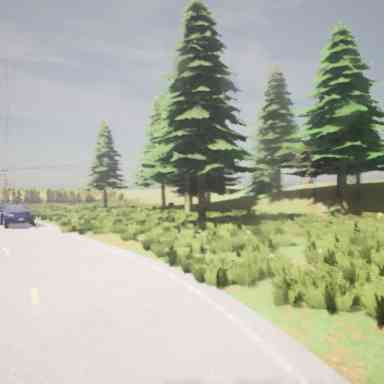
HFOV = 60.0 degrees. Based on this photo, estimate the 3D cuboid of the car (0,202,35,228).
[{"bbox_3d":[-12.455,1.665,23.716,1.812,1.442,4.674,-2,0,-34],"label":"car"}]
